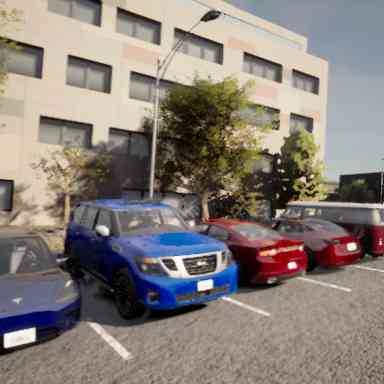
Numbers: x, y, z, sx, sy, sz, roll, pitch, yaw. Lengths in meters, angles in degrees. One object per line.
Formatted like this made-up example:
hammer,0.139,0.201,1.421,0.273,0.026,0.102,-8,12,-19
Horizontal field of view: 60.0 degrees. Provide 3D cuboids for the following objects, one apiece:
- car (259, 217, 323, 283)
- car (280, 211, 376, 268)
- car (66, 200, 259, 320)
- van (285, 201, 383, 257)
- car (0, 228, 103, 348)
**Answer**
car,0.837,1.516,9.562,2.097,1.535,5.008,0,0,-36
car,3.125,1.580,11.231,2.163,1.488,4.792,1,-1,-35
car,-1.372,1.246,7.953,2.435,2.045,5.566,0,0,-35
van,5.346,1.382,12.922,1.878,1.987,4.442,1,-1,-35
car,-3.648,1.513,6.329,2.163,1.488,4.792,0,0,-35
